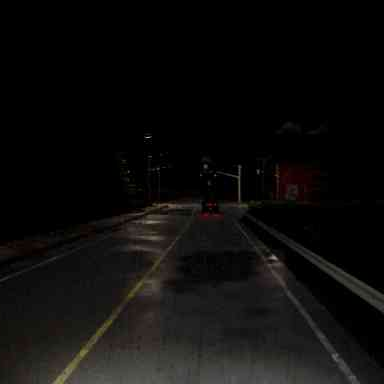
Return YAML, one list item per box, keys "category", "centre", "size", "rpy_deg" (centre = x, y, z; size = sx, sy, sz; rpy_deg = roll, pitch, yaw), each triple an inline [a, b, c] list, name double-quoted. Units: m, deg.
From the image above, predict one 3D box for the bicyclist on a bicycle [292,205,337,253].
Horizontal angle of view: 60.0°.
- category: "bicyclist on a bicycle"
  centre: [4.538, 1.266, 11.823]
  size: [1.656, 1.620, 0.582]
  rpy_deg: [32, 0, 0]

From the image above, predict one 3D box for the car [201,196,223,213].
- category: "car"
  centre: [2.073, 1.581, 38.049]
  size: [2.128, 1.511, 4.902]
  rpy_deg: [1, 0, 2]
